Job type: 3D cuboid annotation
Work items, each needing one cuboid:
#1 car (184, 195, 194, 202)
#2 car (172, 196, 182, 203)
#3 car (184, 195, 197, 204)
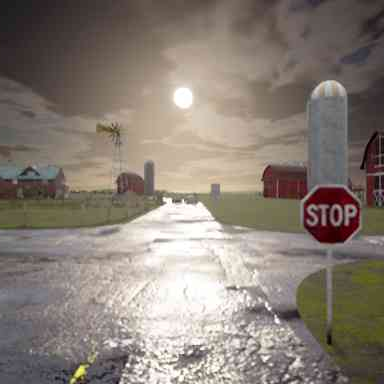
[{"bbox_3d":[-0.694,1.426,71.590,1.837,1.490,4.892,0,0,-6],"label":"car"},{"bbox_3d":[-2.970,1.518,65.579,1.994,1.385,4.181,0,0,-2],"label":"car"},{"bbox_3d":[-0.033,1.455,61.481,2.128,1.511,4.902,0,0,-2],"label":"car"}]
